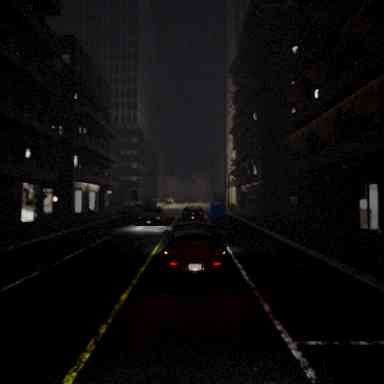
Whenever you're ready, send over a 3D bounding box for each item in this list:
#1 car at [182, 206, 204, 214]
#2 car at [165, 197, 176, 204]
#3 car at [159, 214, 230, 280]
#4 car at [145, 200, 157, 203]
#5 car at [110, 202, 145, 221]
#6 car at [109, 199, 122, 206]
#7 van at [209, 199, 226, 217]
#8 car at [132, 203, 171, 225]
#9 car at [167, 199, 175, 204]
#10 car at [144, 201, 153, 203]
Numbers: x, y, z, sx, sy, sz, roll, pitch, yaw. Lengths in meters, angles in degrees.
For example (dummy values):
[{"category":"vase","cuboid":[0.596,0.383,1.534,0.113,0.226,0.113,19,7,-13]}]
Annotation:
[{"category":"car","cuboid":[0.080,1.917,30.492,1.895,1.301,4.718,0,-1,0]},{"category":"car","cuboid":[-5.718,2.316,84.902,1.967,1.590,4.097,1,-1,0]},{"category":"car","cuboid":[0.081,1.632,10.191,1.812,1.442,4.674,0,0,0]},{"category":"car","cuboid":[-5.665,1.994,41.296,1.947,1.339,4.313,1,-1,0]},{"category":"car","cuboid":[-5.659,1.864,30.216,2.008,1.369,4.403,1,-1,0]},{"category":"car","cuboid":[-16.527,2.215,69.477,4.097,1.590,1.967,0,-2,0]},{"category":"van","cuboid":[2.689,1.713,35.816,1.690,1.788,3.998,1,-1,0]},{"category":"car","cuboid":[-3.114,1.824,26.665,2.033,1.411,5.357,0,-1,0]},{"category":"car","cuboid":[-5.724,2.516,90.476,1.802,1.307,4.206,1,-1,0]},{"category":"car","cuboid":[-5.662,1.953,35.756,1.802,1.307,4.206,1,-1,0]}]
